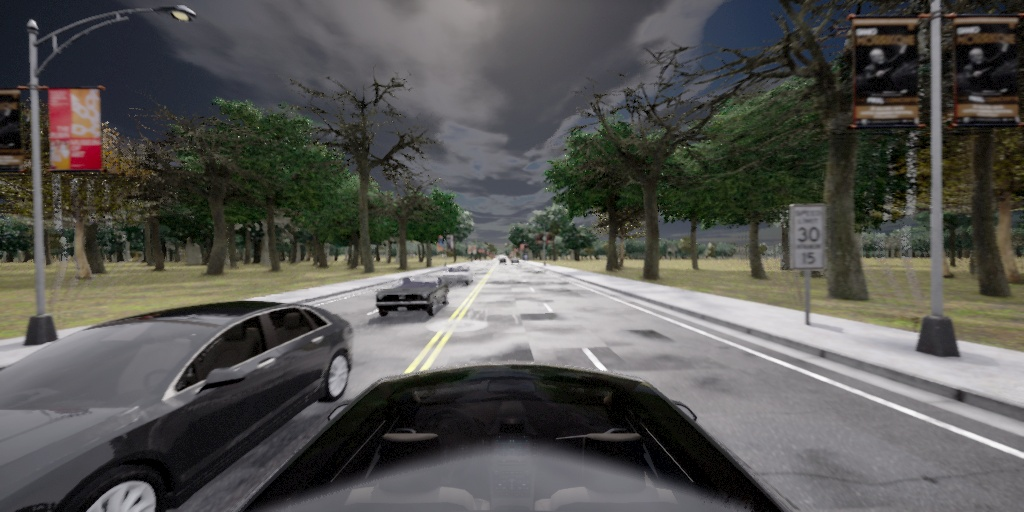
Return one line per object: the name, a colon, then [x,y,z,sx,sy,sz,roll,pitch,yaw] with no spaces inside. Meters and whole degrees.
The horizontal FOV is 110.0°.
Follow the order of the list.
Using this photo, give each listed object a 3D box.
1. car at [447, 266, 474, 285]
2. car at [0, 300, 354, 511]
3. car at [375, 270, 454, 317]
car: [-3.927,1.403,26.315,1.895,1.301,4.718,-1,0,-1]
car: [-3.335,1.309,3.654,1.837,1.490,4.892,-1,0,0]
car: [-3.604,1.404,13.791,1.895,1.301,4.718,-1,0,-2]
